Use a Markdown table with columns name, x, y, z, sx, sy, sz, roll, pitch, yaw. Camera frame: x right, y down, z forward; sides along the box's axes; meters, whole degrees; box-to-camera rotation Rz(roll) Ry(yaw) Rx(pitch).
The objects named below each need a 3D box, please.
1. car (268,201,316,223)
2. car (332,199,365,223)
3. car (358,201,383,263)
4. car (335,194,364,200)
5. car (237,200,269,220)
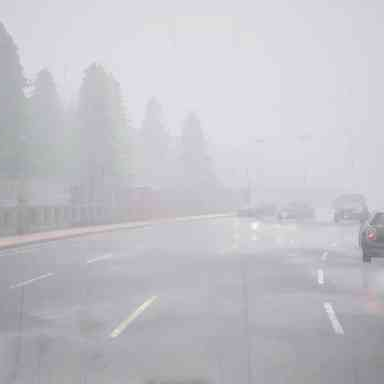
| name | x | y | z | sx | sy | sz | roll | pitch | yaw |
| --- | --- | --- | --- | --- | --- | --- | --- | --- | --- |
| car | 8.154 | 1.492 | 25.917 | 2.128 | 1.511 | 4.902 | 0 | 0 | 37 |
| car | 11.969 | 1.526 | 24.867 | 1.812 | 1.442 | 4.674 | 0 | 0 | 36 |
| car | 7.062 | 1.351 | 11.588 | 2.097 | 1.767 | 4.553 | 0 | 0 | 26 |
| car | 17.773 | 1.225 | 37.863 | 2.150 | 2.045 | 5.566 | 0 | 0 | 6 |
| car | 5.657 | 1.477 | 28.417 | 1.882 | 1.535 | 5.008 | 0 | 0 | 37 |
